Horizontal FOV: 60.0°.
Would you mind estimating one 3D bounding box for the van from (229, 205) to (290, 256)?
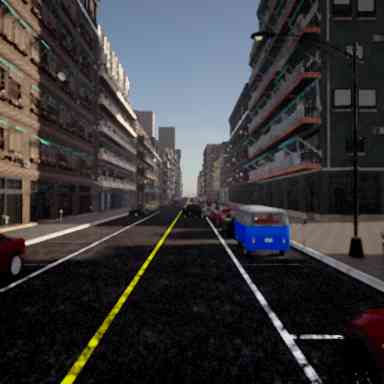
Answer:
[{"bbox_3d":[2.693,1.481,13.526,1.690,1.788,3.998,0,-1,0],"label":"van"}]

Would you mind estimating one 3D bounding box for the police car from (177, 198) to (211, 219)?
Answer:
[{"bbox_3d":[0.390,1.758,32.904,1.930,1.638,5.238,-1,-1,13],"label":"police car"}]

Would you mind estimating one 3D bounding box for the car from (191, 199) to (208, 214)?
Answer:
[{"bbox_3d":[0.901,1.783,42.537,2.097,1.767,4.553,0,-1,0],"label":"car"}]

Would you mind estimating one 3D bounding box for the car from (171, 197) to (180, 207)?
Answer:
[{"bbox_3d":[-3.022,2.151,64.587,1.837,1.490,4.892,0,-1,1],"label":"car"}]

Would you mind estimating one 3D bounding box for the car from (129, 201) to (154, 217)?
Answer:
[{"bbox_3d":[-5.688,1.934,36.071,1.947,1.339,4.313,0,-1,0],"label":"car"}]

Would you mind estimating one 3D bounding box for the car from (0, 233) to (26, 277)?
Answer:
[{"bbox_3d":[-5.689,1.627,7.891,1.887,1.381,4.507,0,-1,0],"label":"car"}]

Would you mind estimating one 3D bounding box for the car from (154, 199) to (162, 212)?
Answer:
[{"bbox_3d":[-5.687,2.003,47.174,1.752,1.417,4.829,0,-1,0],"label":"car"}]

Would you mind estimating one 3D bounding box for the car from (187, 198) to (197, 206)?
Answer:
[{"bbox_3d":[0.003,2.095,68.944,1.882,1.535,5.008,0,-1,0],"label":"car"}]

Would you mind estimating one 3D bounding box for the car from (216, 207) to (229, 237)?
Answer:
[{"bbox_3d":[2.692,1.764,19.159,1.947,1.339,4.313,0,-1,0],"label":"car"}]

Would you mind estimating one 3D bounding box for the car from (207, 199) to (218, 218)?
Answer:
[{"bbox_3d":[2.693,1.752,30.433,1.967,1.590,4.097,0,-1,0],"label":"car"}]

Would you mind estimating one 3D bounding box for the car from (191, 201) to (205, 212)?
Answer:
[{"bbox_3d":[0.826,2.018,48.557,1.812,1.442,4.674,0,-1,0],"label":"car"}]

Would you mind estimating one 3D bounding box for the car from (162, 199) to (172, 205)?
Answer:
[{"bbox_3d":[-5.686,2.336,75.526,1.802,1.307,4.206,0,-1,0],"label":"car"}]

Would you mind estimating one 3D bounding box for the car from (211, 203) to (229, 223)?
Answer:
[{"bbox_3d":[2.693,1.800,24.796,1.887,1.381,4.507,0,-1,0],"label":"car"}]

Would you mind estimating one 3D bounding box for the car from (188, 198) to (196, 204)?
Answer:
[{"bbox_3d":[0.004,2.187,83.943,1.882,1.535,5.008,0,-1,0],"label":"car"}]

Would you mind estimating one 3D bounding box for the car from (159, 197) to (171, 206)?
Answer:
[{"bbox_3d":[-5.684,2.015,69.892,2.192,1.841,5.009,0,-1,0],"label":"car"}]

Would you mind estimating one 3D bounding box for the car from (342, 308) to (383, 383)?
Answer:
[{"bbox_3d":[2.692,1.465,2.252,1.967,1.590,4.097,0,-1,0],"label":"car"}]

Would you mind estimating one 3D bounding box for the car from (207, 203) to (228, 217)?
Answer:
[{"bbox_3d":[2.694,1.919,36.068,2.008,1.369,4.403,0,-1,0],"label":"car"}]

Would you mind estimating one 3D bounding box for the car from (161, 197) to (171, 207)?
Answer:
[{"bbox_3d":[-5.686,2.085,64.255,1.967,1.590,4.097,0,-1,0],"label":"car"}]
